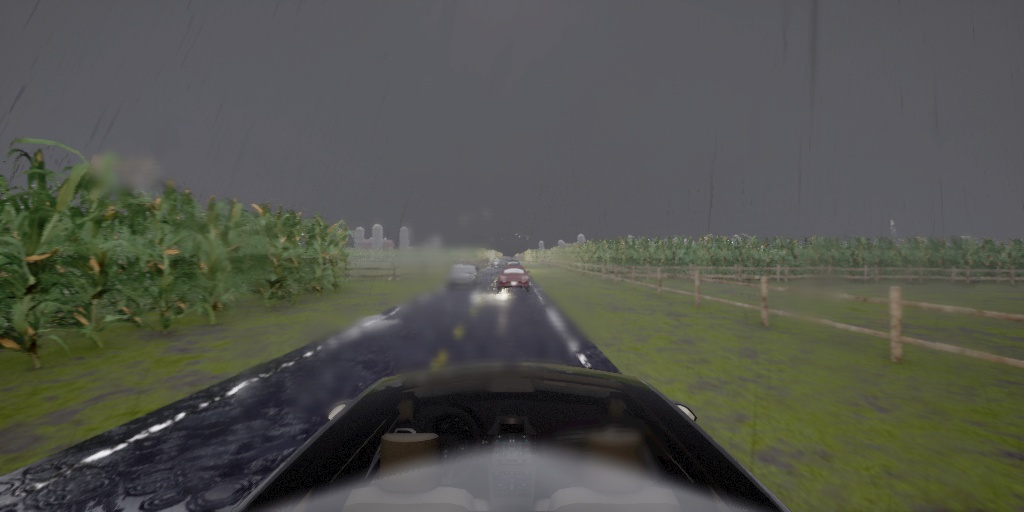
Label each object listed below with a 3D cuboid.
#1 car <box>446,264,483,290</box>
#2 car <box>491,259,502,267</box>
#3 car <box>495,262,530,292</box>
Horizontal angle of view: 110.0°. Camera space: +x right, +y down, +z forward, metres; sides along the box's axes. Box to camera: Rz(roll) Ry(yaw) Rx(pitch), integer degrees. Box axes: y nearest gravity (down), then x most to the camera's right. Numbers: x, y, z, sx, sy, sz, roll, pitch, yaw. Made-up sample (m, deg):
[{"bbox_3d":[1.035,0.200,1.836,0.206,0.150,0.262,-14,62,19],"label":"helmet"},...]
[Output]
[{"bbox_3d":[-2.846,1.252,22.367,1.837,1.490,4.892,0,0,0],"label":"car"},{"bbox_3d":[-2.769,1.206,64.243,2.128,1.511,4.902,0,0,1],"label":"car"},{"bbox_3d":[0.100,1.273,21.171,1.812,1.442,4.674,0,0,0],"label":"car"}]
